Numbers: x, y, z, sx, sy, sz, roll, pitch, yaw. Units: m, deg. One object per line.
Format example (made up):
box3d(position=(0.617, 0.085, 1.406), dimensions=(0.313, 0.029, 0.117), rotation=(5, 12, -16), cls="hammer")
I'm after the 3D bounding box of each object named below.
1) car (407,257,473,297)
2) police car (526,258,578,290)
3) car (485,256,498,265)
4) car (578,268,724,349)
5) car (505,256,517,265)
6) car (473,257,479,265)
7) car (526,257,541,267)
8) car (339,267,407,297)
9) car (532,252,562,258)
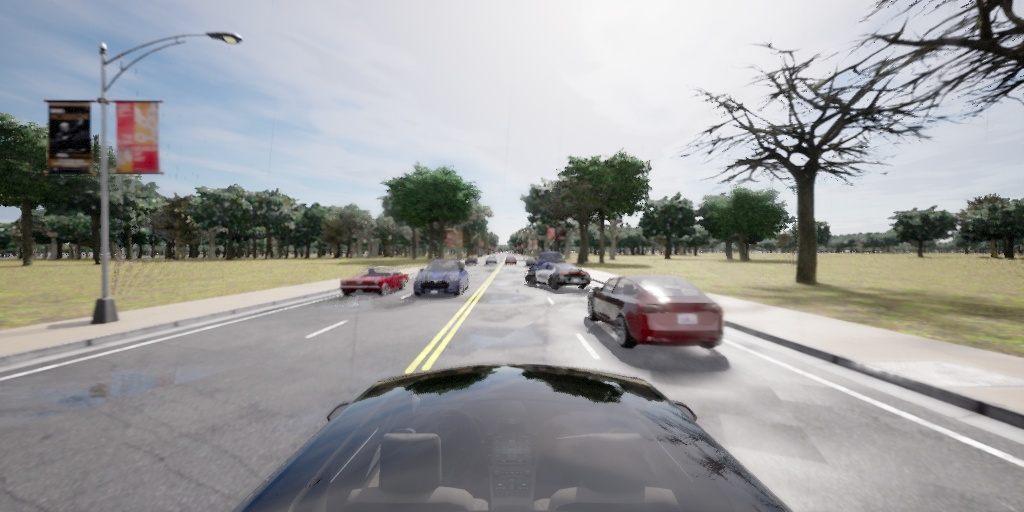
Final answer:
box3d(position=(-3.363, 0.957, 17.778), dimensions=(2.097, 1.767, 4.553), rotation=(0, 1, 0), cls="car")
box3d(position=(2.518, 1.079, 21.098), dimensions=(2.038, 1.542, 4.974), rotation=(-1, 1, -20), cls="police car")
box3d(position=(-3.461, 0.746, 60.704), dimensions=(1.812, 1.442, 4.674), rotation=(0, 1, 0), cls="car")
box3d(position=(3.247, 1.188, 8.981), dimensions=(2.163, 1.488, 4.792), rotation=(0, 1, 0), cls="car")
box3d(position=(-0.178, 0.780, 61.242), dimensions=(1.994, 1.385, 4.181), rotation=(0, 1, 0), cls="car")
box3d(position=(-6.707, 0.822, 60.650), dimensions=(1.895, 1.301, 4.718), rotation=(0, 1, 0), cls="car")
box3d(position=(3.116, 0.853, 52.972), dimensions=(1.994, 1.385, 4.181), rotation=(0, 1, 0), cls="car")
box3d(position=(-6.615, 1.207, 17.707), dimensions=(1.895, 1.301, 4.718), rotation=(0, 1, 0), cls="car")
box3d(position=(3.206, 0.707, 30.989), dimensions=(2.150, 2.045, 5.566), rotation=(0, 1, 0), cls="car")
